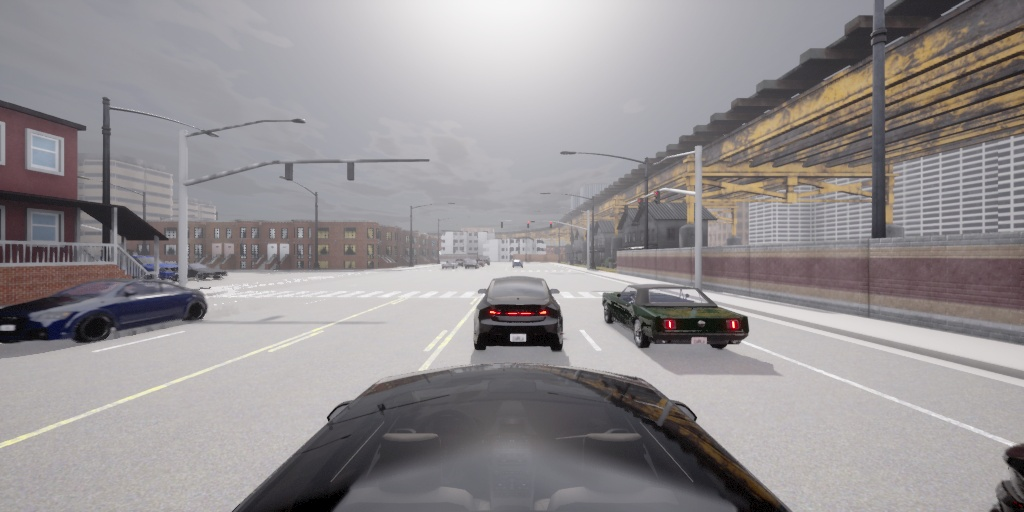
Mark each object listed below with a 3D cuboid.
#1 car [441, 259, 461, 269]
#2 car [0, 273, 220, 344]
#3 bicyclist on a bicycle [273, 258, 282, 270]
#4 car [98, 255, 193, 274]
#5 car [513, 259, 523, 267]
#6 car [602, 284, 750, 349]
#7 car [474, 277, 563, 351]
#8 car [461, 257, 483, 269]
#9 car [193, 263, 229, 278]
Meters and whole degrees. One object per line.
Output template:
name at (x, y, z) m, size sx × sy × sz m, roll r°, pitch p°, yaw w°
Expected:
car at (-9.801, 1.351, 56.657) m, size 1.895 × 1.301 × 4.718 m, roll 0°, pitch 0°, yaw 2°
car at (-10.507, 1.314, 9.477) m, size 1.994 × 1.385 × 4.181 m, roll 0°, pitch 0°, yaw 1°
bicyclist on a bicycle at (-30.533, 1.050, 46.684) m, size 0.582 × 1.620 × 1.656 m, roll 0°, pitch 0°, yaw 1°
car at (-27.629, 0.971, 26.658) m, size 5.566 × 2.045 × 2.150 m, roll 0°, pitch 0°, yaw 1°
car at (1.008, 1.297, 64.867) m, size 2.033 × 1.411 × 5.357 m, roll 0°, pitch 0°, yaw 1°
car at (3.668, 1.351, 9.144) m, size 1.895 × 1.301 × 4.718 m, roll 0°, pitch 0°, yaw 1°
car at (0.163, 1.255, 9.006) m, size 1.837 × 1.490 × 4.892 m, roll 0°, pitch 0°, yaw 1°
car at (-6.294, 1.297, 56.927) m, size 2.033 × 1.411 × 5.357 m, roll 0°, pitch 0°, yaw 1°
car at (-27.093, 1.297, 30.144) m, size 5.357 × 1.411 × 2.033 m, roll 0°, pitch 0°, yaw 1°
